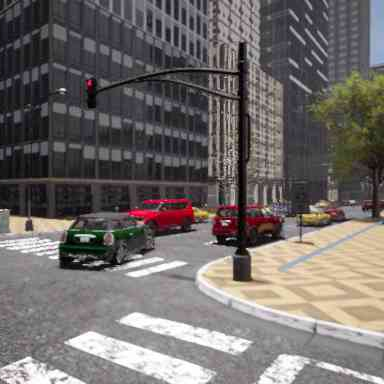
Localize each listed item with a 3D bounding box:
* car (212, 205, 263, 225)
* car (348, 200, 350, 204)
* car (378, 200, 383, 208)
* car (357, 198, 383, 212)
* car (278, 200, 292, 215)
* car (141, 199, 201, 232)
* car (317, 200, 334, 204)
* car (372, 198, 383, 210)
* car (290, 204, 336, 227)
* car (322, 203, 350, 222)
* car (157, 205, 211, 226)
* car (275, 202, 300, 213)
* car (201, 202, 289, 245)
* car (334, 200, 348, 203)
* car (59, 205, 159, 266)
[{"bbox_3d":[4.035,1.896,28.561,2.033,1.411,5.357,0,0,37],"label":"car"},{"bbox_3d":[33.084,2.318,72.211,2.008,1.369,4.403,0,-1,36],"label":"car"},{"bbox_3d":[36.484,2.313,62.714,1.887,1.381,4.507,0,-1,36],"label":"car"},{"bbox_3d":[26.423,1.946,49.111,2.192,1.841,5.009,0,-1,36],"label":"car"},{"bbox_3d":[10.155,1.788,36.819,2.097,1.767,4.553,0,0,37],"label":"car"},{"bbox_3d":[-2.048,1.481,20.323,2.150,2.045,5.566,0,0,36],"label":"car"},{"bbox_3d":[22.926,2.155,58.475,1.752,1.417,4.829,0,-1,36],"label":"car"},{"bbox_3d":[33.131,2.038,58.181,2.192,1.841,5.009,0,-1,36],"label":"car"},{"bbox_3d":[9.756,1.921,26.571,1.752,1.417,4.829,0,-1,36],"label":"car"},{"bbox_3d":[13.008,2.025,30.969,1.802,1.307,4.206,0,-1,36],"label":"car"},{"bbox_3d":[-0.540,1.823,26.743,1.752,1.417,4.829,0,-1,36],"label":"car"},{"bbox_3d":[12.971,2.057,45.012,1.947,1.339,4.313,0,-1,36],"label":"car"},{"bbox_3d":[2.948,1.612,17.367,2.192,1.841,5.009,0,-1,36],"label":"car"},{"bbox_3d":[29.732,2.304,67.677,1.802,1.307,4.206,0,-1,36],"label":"car"},{"bbox_3d":[-3.059,1.575,12.844,2.097,1.767,4.553,1,0,11],"label":"car"}]
